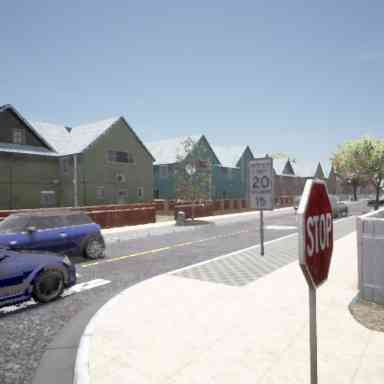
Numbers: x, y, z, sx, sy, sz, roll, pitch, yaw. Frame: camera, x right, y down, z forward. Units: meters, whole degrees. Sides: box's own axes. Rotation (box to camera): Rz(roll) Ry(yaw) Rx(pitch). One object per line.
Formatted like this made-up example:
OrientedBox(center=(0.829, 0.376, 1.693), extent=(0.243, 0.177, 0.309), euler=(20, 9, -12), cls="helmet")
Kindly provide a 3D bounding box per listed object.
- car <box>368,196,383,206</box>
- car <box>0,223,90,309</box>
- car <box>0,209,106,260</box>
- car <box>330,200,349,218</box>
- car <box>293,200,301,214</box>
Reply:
OrientedBox(center=(26.253, 1.236, 46.999), extent=(1.895, 1.301, 4.718), euler=(-2, -1, 37), cls="car")
OrientedBox(center=(-4.341, 1.563, 6.153), extent=(1.994, 1.385, 4.181), euler=(-2, 0, 37), cls="car")
OrientedBox(center=(-4.993, 1.385, 10.222), extent=(2.097, 1.767, 4.553), euler=(-2, -1, 37), cls="car")
OrientedBox(center=(11.328, 1.335, 27.081), extent=(1.994, 1.385, 4.181), euler=(-2, -1, 37), cls="car")
OrientedBox(center=(11.243, 1.313, 31.871), extent=(2.128, 1.511, 4.902), euler=(-2, -1, 37), cls="car")
